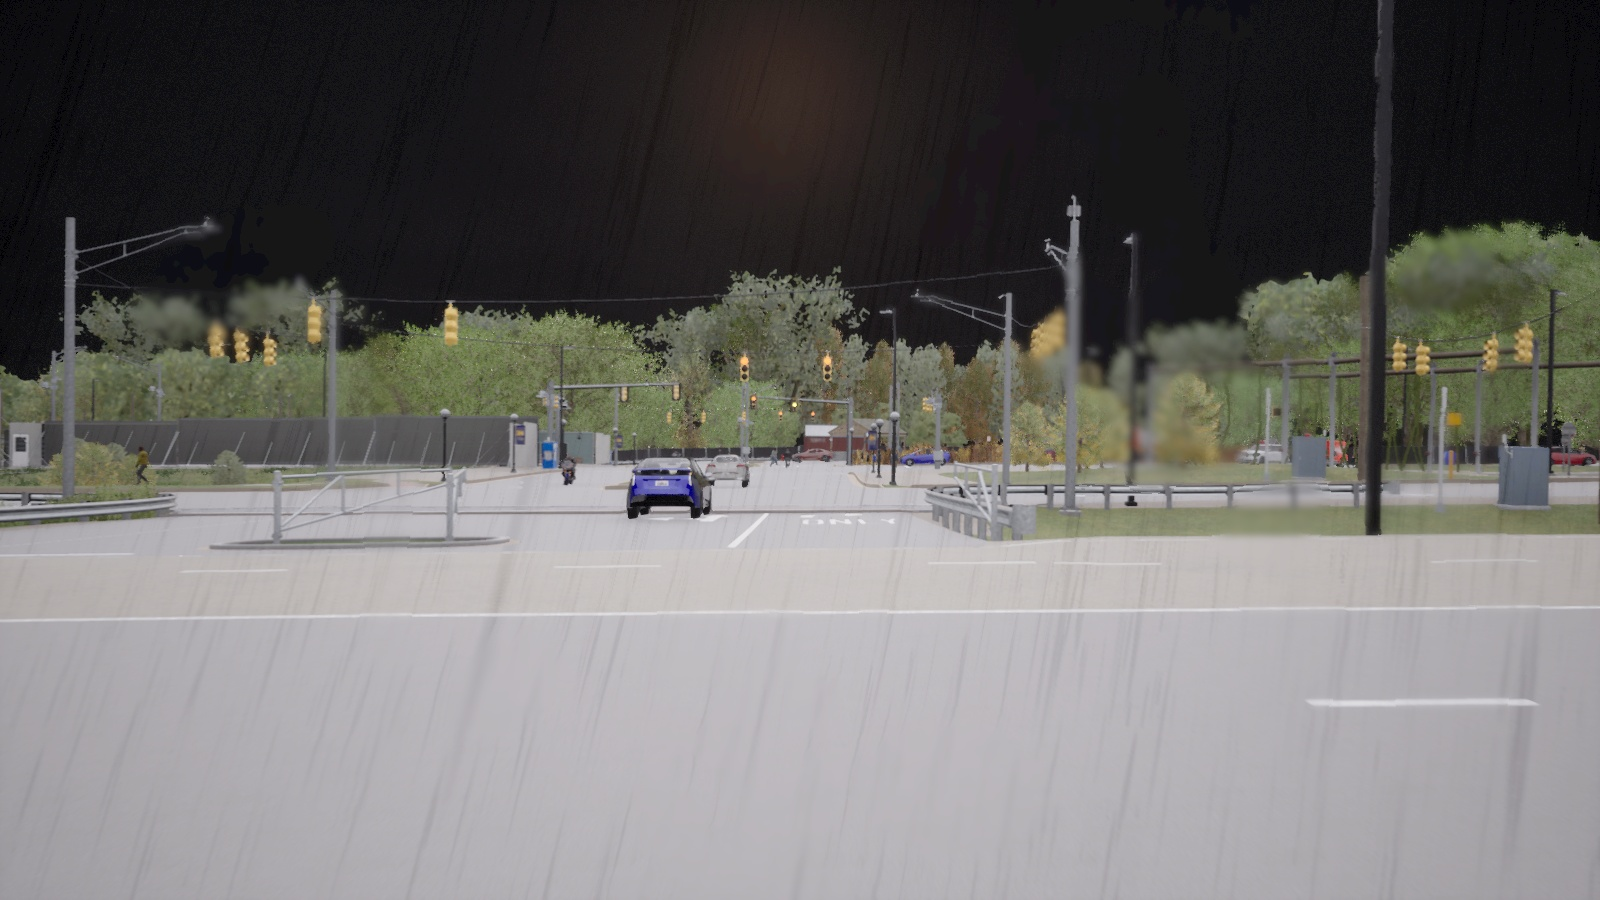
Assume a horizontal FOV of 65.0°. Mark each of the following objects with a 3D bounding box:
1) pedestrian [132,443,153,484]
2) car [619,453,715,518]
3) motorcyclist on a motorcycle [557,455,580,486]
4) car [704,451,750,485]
[{"bbox_3d":[-29.394,0.601,56.109,0.726,1.835,0.370,1,1,0],"label":"pedestrian"},{"bbox_3d":[-3.284,0.878,31.831,2.007,1.525,4.514,0,-1,-1],"label":"car"},{"bbox_3d":[-11.403,0.996,61.909,0.866,1.530,2.191,0,0,-3],"label":"motorcyclist on a motorcycle"},{"bbox_3d":[-3.701,0.894,64.262,2.152,1.651,5.027,0,0,-1],"label":"car"}]
